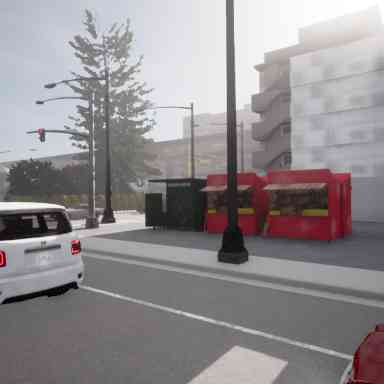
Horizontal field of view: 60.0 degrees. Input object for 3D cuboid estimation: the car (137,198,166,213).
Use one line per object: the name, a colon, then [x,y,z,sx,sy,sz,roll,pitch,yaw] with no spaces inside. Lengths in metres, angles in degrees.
car: [-4.126,1.482,37.595,2.097,1.767,4.553,-1,-1,36]

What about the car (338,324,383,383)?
car: [3.267,1.601,1.653,4.718,1.301,1.895,0,0,35]

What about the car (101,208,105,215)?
car: [-10.087,1.732,29.381,1.895,1.301,4.718,-1,-1,36]

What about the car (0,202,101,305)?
car: [-4.744,1.234,7.332,5.566,2.045,2.150,0,0,36]
